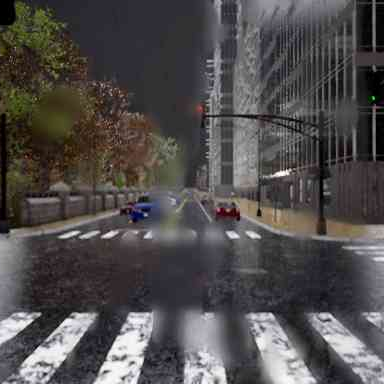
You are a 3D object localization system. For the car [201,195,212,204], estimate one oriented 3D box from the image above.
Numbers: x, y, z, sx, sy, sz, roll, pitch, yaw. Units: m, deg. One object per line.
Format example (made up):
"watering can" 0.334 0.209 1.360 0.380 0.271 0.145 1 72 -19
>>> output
"car" 2.596 1.324 60.458 1.967 1.590 4.097 0 0 0

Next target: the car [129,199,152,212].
"car" -5.749 1.484 37.719 2.008 1.369 4.403 0 0 0

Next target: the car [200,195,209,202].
"car" 2.577 1.375 71.993 1.752 1.417 4.829 0 0 0

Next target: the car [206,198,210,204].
"car" 2.641 1.509 32.052 1.947 1.339 4.313 0 0 0

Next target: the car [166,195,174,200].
"car" -5.831 1.369 88.867 1.802 1.307 4.206 0 0 0

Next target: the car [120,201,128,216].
"car" -5.740 1.488 32.036 1.887 1.381 4.507 0 0 0

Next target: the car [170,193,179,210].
"car" -3.163 1.145 41.304 2.150 2.045 5.566 0 1 0

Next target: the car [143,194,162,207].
"car" -5.766 1.227 49.085 2.192 1.841 5.009 0 0 0

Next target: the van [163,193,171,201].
"van" -5.812 1.172 77.501 1.690 1.788 3.998 0 0 0

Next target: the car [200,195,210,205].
"car" 2.605 1.465 54.777 1.947 1.339 4.313 0 0 0

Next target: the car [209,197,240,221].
"car" 2.651 1.394 26.372 1.967 1.590 4.097 0 0 0

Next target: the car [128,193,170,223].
"car" -3.140 1.172 25.425 2.150 2.045 5.566 0 1 0
